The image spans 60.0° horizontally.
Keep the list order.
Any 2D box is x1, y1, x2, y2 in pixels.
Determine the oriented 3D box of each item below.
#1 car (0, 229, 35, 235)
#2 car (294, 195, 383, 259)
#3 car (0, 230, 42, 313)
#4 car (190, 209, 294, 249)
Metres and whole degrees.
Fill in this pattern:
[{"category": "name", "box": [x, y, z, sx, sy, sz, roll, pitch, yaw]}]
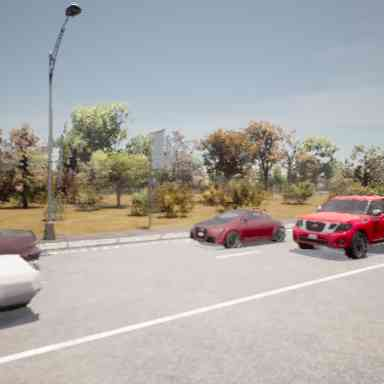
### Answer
[{"category": "car", "box": [-6.570, 1.397, 7.939, 5.357, 1.411, 2.033, 0, 1, -35]}, {"category": "car", "box": [6.276, 1.145, 12.618, 5.566, 2.045, 2.150, 0, 1, -35]}, {"category": "car", "box": [-4.904, 1.499, 4.832, 4.718, 1.301, 1.895, 0, 1, -37]}, {"category": "car", "box": [1.988, 1.432, 13.898, 4.181, 1.385, 1.994, 0, 1, -35]}]
